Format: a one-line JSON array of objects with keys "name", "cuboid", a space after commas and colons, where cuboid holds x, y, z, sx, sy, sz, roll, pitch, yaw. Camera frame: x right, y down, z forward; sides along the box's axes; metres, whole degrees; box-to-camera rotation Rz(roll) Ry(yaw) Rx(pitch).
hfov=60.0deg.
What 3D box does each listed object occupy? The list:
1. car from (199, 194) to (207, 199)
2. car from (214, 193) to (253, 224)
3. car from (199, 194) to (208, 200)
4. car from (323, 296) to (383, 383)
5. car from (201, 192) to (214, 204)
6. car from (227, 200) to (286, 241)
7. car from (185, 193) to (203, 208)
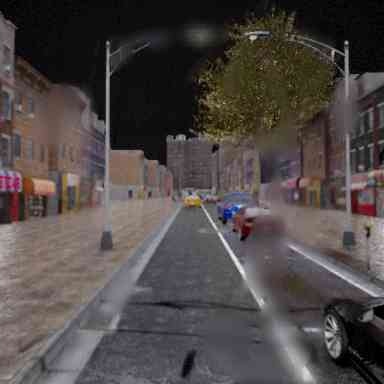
[{"name": "car", "cuboid": [2.727, 1.153, 84.979, 1.947, 1.339, 4.313, 1, 0, 0]}, {"name": "car", "cuboid": [3.001, 1.056, 23.047, 2.150, 2.045, 5.566, 0, 0, 0]}, {"name": "car", "cuboid": [2.723, 1.154, 79.542, 1.947, 1.339, 4.313, 1, 0, 0]}, {"name": "car", "cuboid": [2.665, 1.546, 2.810, 1.947, 1.339, 4.313, 2, 0, 0]}, {"name": "car", "cuboid": [2.707, 1.101, 52.794, 1.967, 1.590, 4.097, 2, 0, 0]}, {"name": "car", "cuboid": [3.029, 1.357, 16.014, 1.882, 1.535, 5.008, 0, 0, 0]}, {"name": "car", "cuboid": [0.116, 1.192, 41.577, 1.882, 1.535, 5.008, 0, 0, 0]}]
